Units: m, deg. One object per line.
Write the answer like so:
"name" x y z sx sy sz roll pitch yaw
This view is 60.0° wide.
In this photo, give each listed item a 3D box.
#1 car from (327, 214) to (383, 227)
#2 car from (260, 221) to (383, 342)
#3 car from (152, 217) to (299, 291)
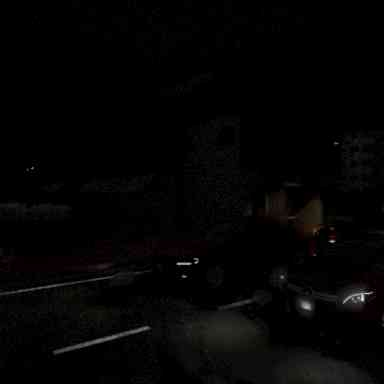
"car" 6.588 1.566 12.871 4.181 1.385 1.994 0 0 -36
"car" 3.712 1.526 6.589 4.674 1.442 1.812 0 0 -35
"car" 1.297 1.479 9.210 5.008 1.535 1.882 0 0 -35
